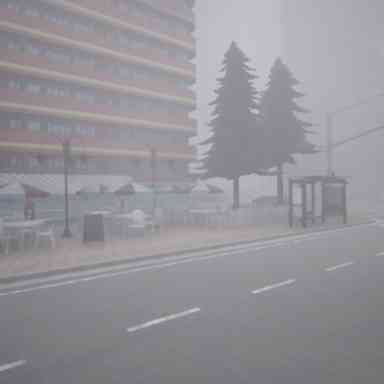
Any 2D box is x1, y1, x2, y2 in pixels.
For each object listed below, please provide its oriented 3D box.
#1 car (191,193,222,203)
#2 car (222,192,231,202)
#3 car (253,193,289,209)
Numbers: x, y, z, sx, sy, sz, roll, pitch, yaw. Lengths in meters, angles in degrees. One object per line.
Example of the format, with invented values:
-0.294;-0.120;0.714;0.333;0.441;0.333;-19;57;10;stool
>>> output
2.181;0.829;58.649;2.150;2.045;5.566;-1;1;-38;car
4.967;0.904;60.771;2.097;1.767;4.553;-1;1;-38;car
9.230;1.154;38.301;1.837;1.490;4.892;-1;1;-38;car
